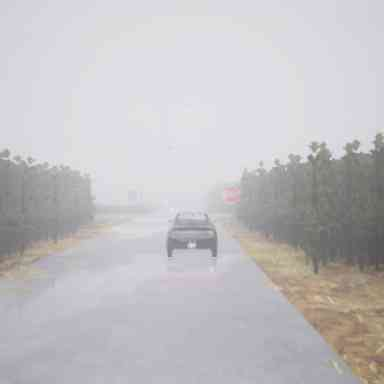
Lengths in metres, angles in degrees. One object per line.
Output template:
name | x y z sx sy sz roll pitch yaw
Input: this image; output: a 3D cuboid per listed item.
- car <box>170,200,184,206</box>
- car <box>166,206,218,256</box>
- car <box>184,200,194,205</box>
car | -3.157 2.318 63.749 2.128 1.511 4.902 0 -1 1
car | 0.014 1.560 13.457 2.128 1.511 4.902 0 0 0
car | -1.748 2.618 83.171 2.033 1.411 5.357 1 -1 -38
